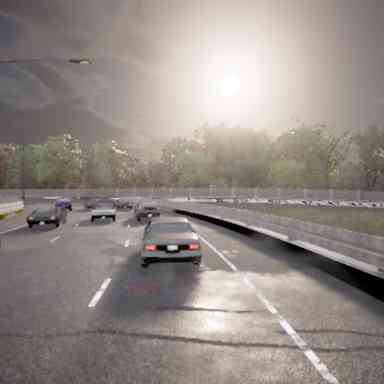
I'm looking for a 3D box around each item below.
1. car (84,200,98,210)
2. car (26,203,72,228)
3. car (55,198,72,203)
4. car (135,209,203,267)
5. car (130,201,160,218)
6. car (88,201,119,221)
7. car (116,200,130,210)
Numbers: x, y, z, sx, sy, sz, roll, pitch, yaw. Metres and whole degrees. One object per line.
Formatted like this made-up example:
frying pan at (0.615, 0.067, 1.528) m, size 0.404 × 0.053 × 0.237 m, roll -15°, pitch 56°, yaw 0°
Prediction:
car at (-13.228, 1.676, 44.100) m, size 1.895 × 1.301 × 4.718 m, roll 0°, pitch 0°, yaw -24°
car at (-9.715, 1.650, 22.700) m, size 1.895 × 1.301 × 4.718 m, roll 0°, pitch 0°, yaw -12°
car at (-16.824, 1.565, 43.542) m, size 1.882 × 1.535 × 5.008 m, roll 0°, pitch 0°, yaw -24°
car at (-0.807, 1.558, 11.499) m, size 2.033 × 1.411 × 5.357 m, roll 0°, pitch 0°, yaw -6°
car at (-3.784, 1.539, 27.641) m, size 1.837 × 1.490 × 4.892 m, roll 0°, pitch 0°, yaw -15°
car at (-7.323, 1.645, 27.521) m, size 1.895 × 1.301 × 4.718 m, roll 0°, pitch 0°, yaw -15°
car at (-9.296, 1.663, 43.819) m, size 1.895 × 1.301 × 4.718 m, roll 0°, pitch 0°, yaw -23°
